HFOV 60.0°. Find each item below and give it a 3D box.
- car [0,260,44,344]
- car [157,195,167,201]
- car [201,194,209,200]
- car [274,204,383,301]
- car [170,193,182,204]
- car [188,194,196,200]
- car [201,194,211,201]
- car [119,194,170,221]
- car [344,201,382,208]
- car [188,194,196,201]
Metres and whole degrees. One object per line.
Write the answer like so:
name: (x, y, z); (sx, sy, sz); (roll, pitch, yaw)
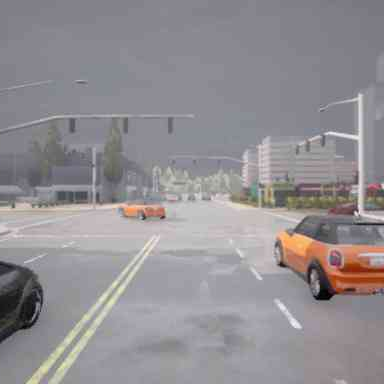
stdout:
car: (-3.587, 1.558, 4.136); (1.994, 1.385, 4.181); (0, 0, 0)
car: (-7.012, 1.427, 79.159); (1.994, 1.385, 4.181); (0, 0, 0)
car: (3.487, 1.265, 88.073); (1.812, 1.442, 4.674); (0, 0, 0)
car: (3.563, 1.339, 8.462); (2.097, 1.767, 4.553); (0, 0, 0)
car: (-3.526, 1.382, 63.648); (1.882, 1.535, 5.008); (0, 0, 0)
car: (-0.013, 1.240, 88.071); (1.837, 1.490, 4.892); (0, 0, 0)
car: (3.489, 1.400, 77.798); (2.128, 1.511, 4.902); (0, 0, 0)
car: (-4.174, 1.311, 27.346); (2.097, 1.767, 4.553); (-1, 0, -39)
car: (12.657, 1.440, 24.502); (5.008, 1.535, 1.882); (0, -1, -4)
car: (-0.011, 1.400, 77.798); (2.128, 1.511, 4.902); (0, 0, 0)
